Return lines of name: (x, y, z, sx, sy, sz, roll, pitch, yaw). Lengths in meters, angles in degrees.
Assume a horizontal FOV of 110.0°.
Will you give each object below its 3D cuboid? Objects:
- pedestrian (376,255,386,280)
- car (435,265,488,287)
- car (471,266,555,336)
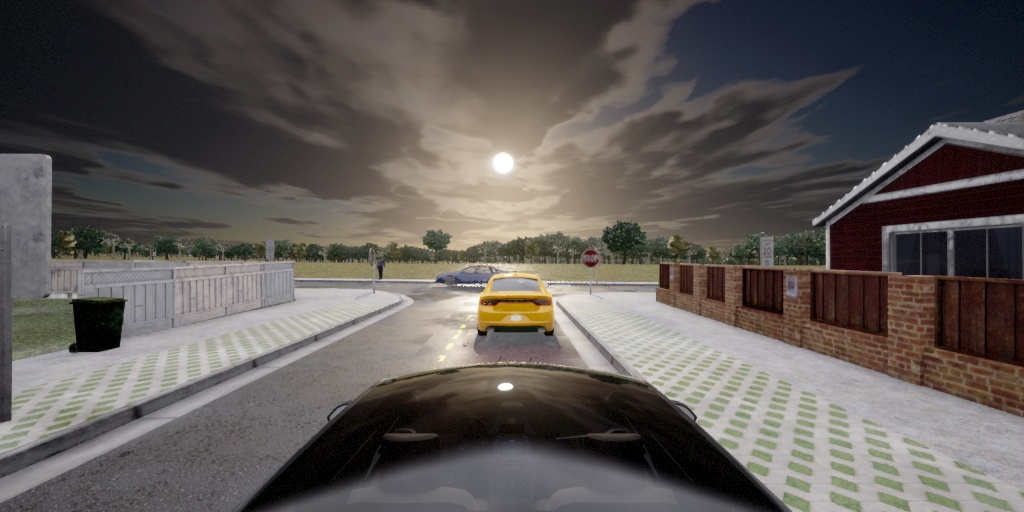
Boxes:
pedestrian: (-9.721, 0.822, 26.577, 0.375, 1.860, 0.375, 0, -1, 0)
car: (-2.286, 1.301, 23.717, 5.357, 1.411, 2.033, 1, 0, 0)
car: (0.092, 1.230, 10.468, 1.882, 1.535, 5.008, 0, 0, 0)
